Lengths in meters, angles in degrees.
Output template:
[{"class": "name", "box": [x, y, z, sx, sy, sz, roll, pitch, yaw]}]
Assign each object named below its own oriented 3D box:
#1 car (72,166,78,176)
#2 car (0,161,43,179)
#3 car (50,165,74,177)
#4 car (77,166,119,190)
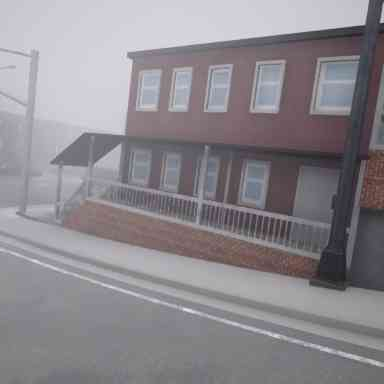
[{"class": "car", "box": [-11.411, -2.147, 40.947, 2.033, 1.411, 5.357, 11, 6, 36]}, {"class": "car", "box": [-17.491, -2.154, 32.504, 2.033, 1.411, 5.357, 11, 6, 37]}, {"class": "car", "box": [-15.181, -2.723, 41.624, 1.837, 1.490, 4.892, 11, 6, 35]}, {"class": "car", "box": [-8.129, -1.371, 33.186, 2.150, 2.045, 5.566, 11, 6, 35]}]
